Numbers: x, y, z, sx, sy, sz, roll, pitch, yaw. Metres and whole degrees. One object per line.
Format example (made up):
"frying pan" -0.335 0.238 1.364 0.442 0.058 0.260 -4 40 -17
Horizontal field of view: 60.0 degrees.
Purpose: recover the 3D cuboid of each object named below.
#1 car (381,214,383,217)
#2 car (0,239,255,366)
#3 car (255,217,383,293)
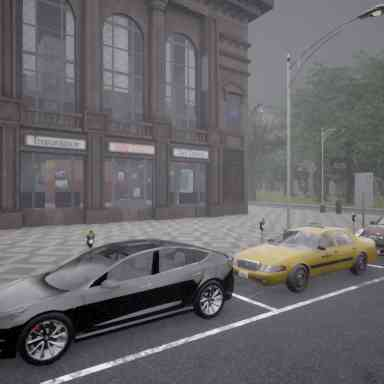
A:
"car" 7.676 1.441 12.144 4.097 1.590 1.967 0 0 -36
"car" -1.170 1.566 5.818 4.313 1.339 1.947 0 0 -36
"car" 3.115 1.526 8.882 4.829 1.417 1.752 0 0 -36
